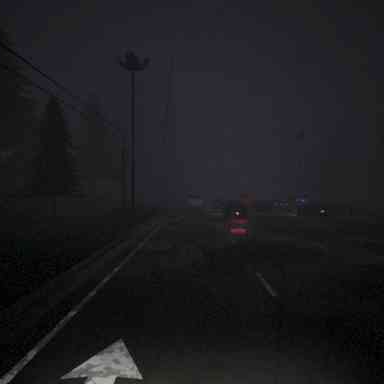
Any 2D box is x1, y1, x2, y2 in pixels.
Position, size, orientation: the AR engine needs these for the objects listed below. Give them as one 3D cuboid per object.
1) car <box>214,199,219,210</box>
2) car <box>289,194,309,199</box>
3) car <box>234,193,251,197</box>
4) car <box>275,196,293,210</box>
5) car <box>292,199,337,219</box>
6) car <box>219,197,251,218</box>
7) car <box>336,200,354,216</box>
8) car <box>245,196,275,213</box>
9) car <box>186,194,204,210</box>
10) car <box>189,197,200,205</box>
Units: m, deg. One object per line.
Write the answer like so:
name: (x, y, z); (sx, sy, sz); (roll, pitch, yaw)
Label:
car: (3.829, 1.547, 43.593); (2.033, 1.411, 5.357); (0, 0, 1)
car: (14.355, 1.221, 45.568); (2.150, 2.045, 5.566); (0, 0, 0)
car: (7.364, 1.221, 48.333); (2.150, 2.045, 5.566); (0, 0, 1)
car: (10.823, 1.547, 42.561); (2.033, 1.411, 5.357); (0, 0, 1)
car: (10.771, 1.563, 29.479); (1.994, 1.385, 4.181); (0, 0, 0)
car: (3.775, 1.505, 29.950); (1.837, 1.490, 4.892); (0, 0, 0)
car: (14.291, 1.490, 33.112); (2.128, 1.511, 4.902); (0, 0, 0)
car: (7.311, 1.477, 36.440); (1.882, 1.535, 5.008); (0, 0, 0)
car: (0.346, 1.222, 43.502); (2.150, 2.045, 5.566); (0, 0, 1)
car: (0.455, 1.563, 61.248); (1.994, 1.385, 4.181); (0, 0, 0)
